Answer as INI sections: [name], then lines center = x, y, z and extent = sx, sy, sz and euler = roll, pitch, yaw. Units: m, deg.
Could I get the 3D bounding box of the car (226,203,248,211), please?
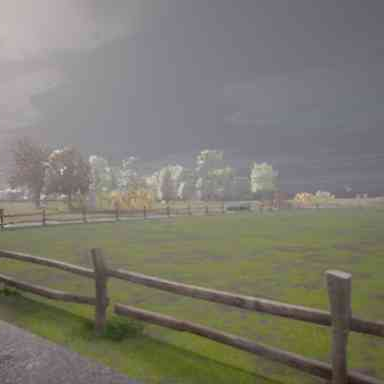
[car]
center = 8.258, 2.741, 60.518
extent = 2.033, 1.411, 5.357
euler = -2, -2, 40
